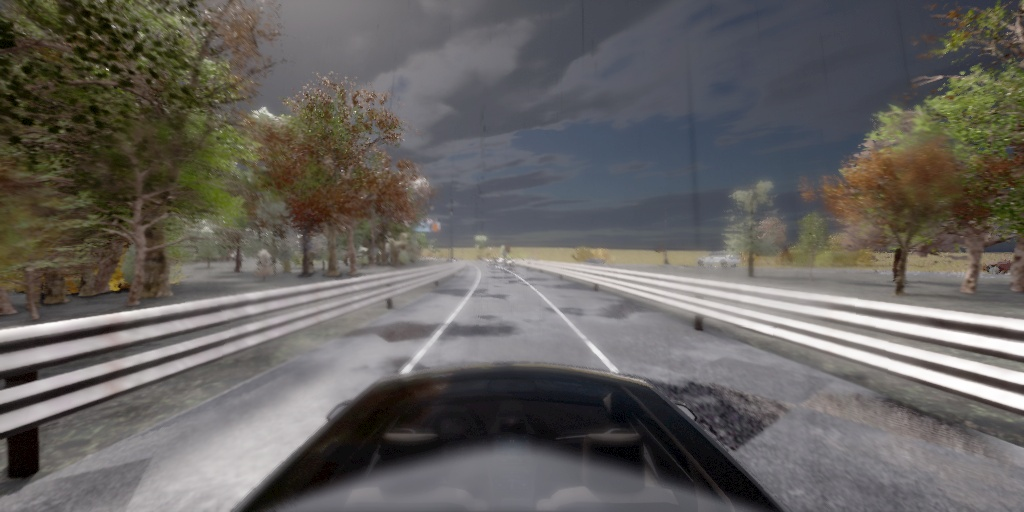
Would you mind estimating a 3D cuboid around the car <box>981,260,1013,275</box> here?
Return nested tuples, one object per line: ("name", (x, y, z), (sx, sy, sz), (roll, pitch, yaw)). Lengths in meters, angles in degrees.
("car", (37.856, 0.654, 26.097), (1.812, 1.442, 4.674), (-1, 0, -26))

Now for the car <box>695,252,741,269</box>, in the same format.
("car", (27.349, 0.444, 47.692), (2.150, 2.045, 5.566), (-1, 0, -26))
